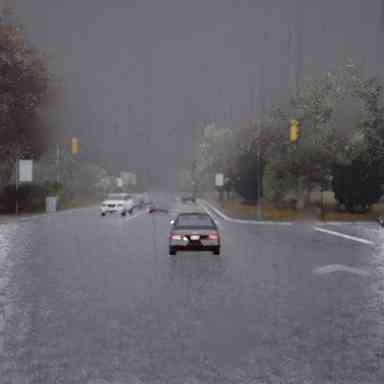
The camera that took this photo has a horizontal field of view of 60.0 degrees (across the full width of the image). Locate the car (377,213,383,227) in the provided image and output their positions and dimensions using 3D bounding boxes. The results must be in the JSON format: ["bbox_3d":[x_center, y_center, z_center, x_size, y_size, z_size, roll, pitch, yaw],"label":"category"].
[{"bbox_3d":[13.676,1.491,20.077,4.674,1.442,1.812,0,0,-3],"label":"car"}]

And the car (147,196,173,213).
[{"bbox_3d":[-3.424,1.501,36.280,1.994,1.385,4.181,0,0,0],"label":"car"}]

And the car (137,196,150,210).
[{"bbox_3d":[-7.081,1.410,42.297,2.128,1.511,4.902,0,0,0],"label":"car"}]

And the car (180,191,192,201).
[{"bbox_3d":[-1.382,0.927,74.094,2.150,2.045,5.566,0,0,-7],"label":"car"}]

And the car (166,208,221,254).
[{"bbox_3d":[0.092,1.525,13.284,2.033,1.411,5.357,0,0,0],"label":"car"}]

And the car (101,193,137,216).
[{"bbox_3d":[-7.114,1.167,32.126,2.150,2.045,5.566,0,0,0],"label":"car"}]

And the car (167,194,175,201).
[{"bbox_3d":[-4.732,1.238,72.477,2.128,1.511,4.902,0,0,-7],"label":"car"}]

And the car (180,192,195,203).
[{"bbox_3d":[-0.570,1.010,63.759,2.150,2.045,5.566,0,0,-4],"label":"car"}]
